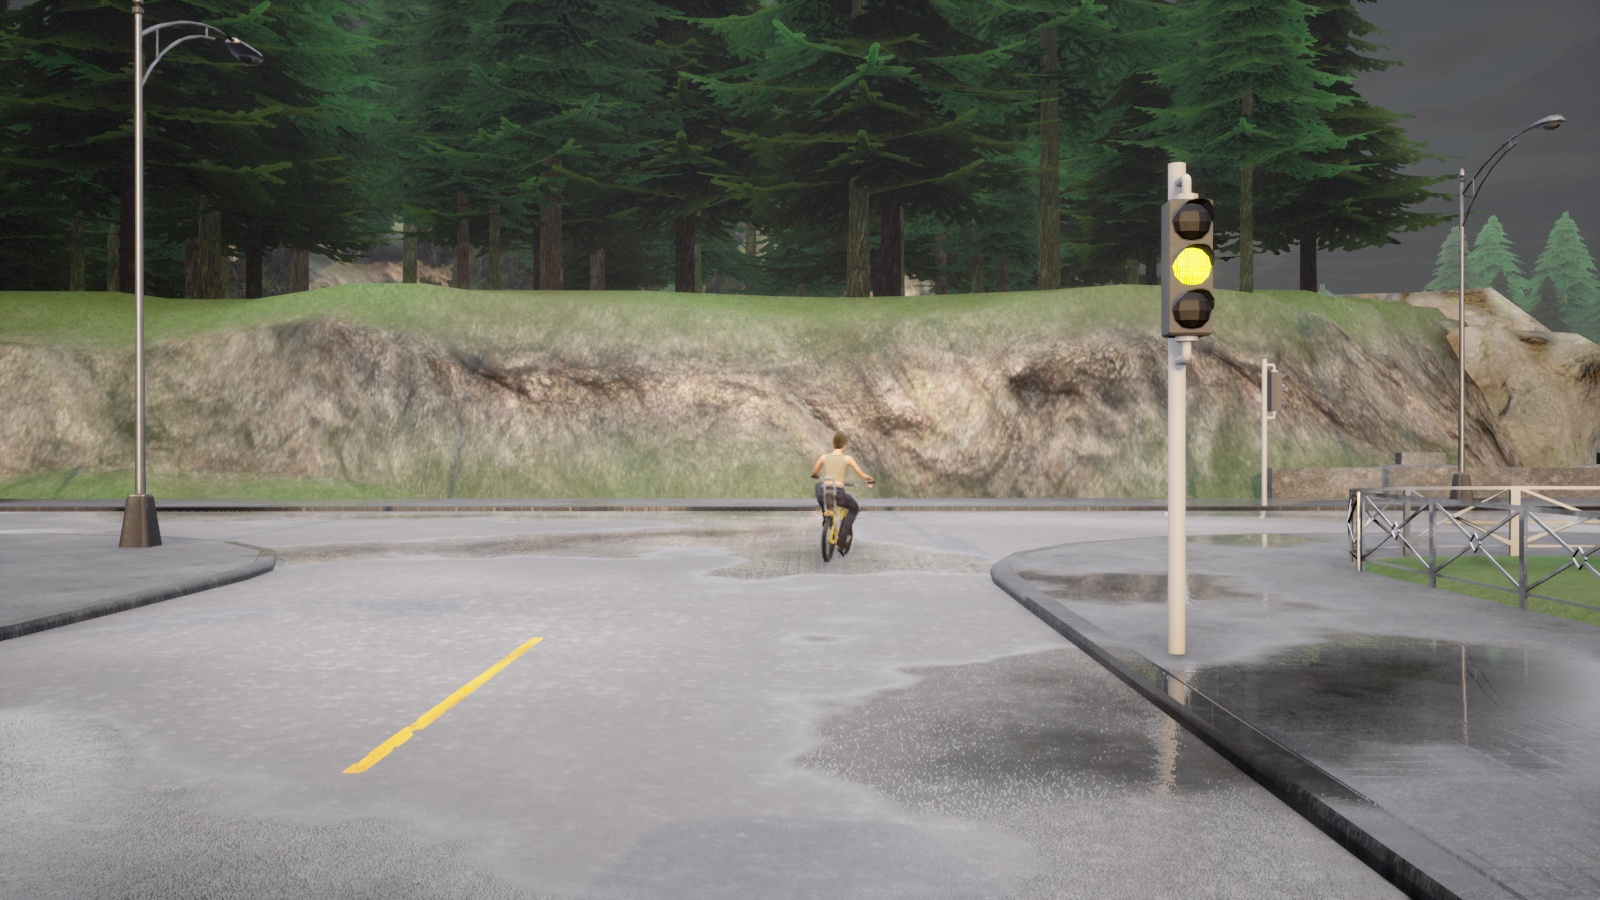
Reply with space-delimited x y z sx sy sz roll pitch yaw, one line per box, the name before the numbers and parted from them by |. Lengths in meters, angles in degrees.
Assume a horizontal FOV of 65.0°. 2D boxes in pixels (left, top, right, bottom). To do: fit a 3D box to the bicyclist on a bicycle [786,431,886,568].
bicyclist on a bicycle | 0.481 0.593 15.971 0.866 1.612 1.509 3 1 15
